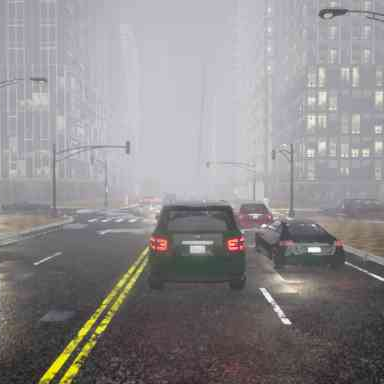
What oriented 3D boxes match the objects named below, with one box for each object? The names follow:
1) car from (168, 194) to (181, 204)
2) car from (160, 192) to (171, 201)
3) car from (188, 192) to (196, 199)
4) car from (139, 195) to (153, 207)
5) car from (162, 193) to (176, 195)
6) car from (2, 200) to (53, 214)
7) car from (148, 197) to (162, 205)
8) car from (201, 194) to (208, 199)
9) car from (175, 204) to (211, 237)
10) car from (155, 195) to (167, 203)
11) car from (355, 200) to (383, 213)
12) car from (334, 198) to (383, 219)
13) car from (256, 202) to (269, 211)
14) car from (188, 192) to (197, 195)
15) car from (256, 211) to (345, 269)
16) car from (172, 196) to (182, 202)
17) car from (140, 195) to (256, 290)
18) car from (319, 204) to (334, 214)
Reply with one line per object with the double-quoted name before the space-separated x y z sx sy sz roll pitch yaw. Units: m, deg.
"car" -3.240 1.302 61.582 2.097 1.767 4.553 0 0 0
"car" -6.403 1.145 81.465 2.150 2.045 5.566 0 0 0
"car" 0.110 0.963 91.704 2.150 2.045 5.566 0 0 0
"car" -6.563 1.316 49.986 2.097 1.767 4.553 0 0 1
"car" -3.301 1.183 51.771 2.150 2.045 5.566 0 0 -1
"car" -16.345 1.470 33.601 4.718 1.301 1.895 1 1 1
"car" -6.502 1.554 58.975 1.895 1.301 4.718 0 0 0
"car" 3.360 1.216 91.670 1.882 1.535 5.008 0 0 0
"car" 0.119 1.515 18.900 1.812 1.442 4.674 0 0 2
"car" -6.417 1.417 69.230 1.882 1.535 5.008 0 0 0
"car" 21.856 1.641 38.728 4.829 1.417 1.752 1 0 1
"car" 16.237 1.517 30.448 5.009 1.841 2.192 1 0 1
"car" 3.373 1.341 19.762 2.097 1.767 4.553 0 0 0
"car" 0.098 1.439 81.675 1.812 1.442 4.674 0 0 0
"car" 3.363 1.558 11.148 1.994 1.385 4.181 0 0 0
"car" -3.165 1.532 71.635 1.895 1.301 4.718 0 0 0
"car" 0.113 1.217 9.218 2.150 2.045 5.566 0 0 0
"car" 16.766 1.660 36.224 5.357 1.411 2.033 0 1 1
